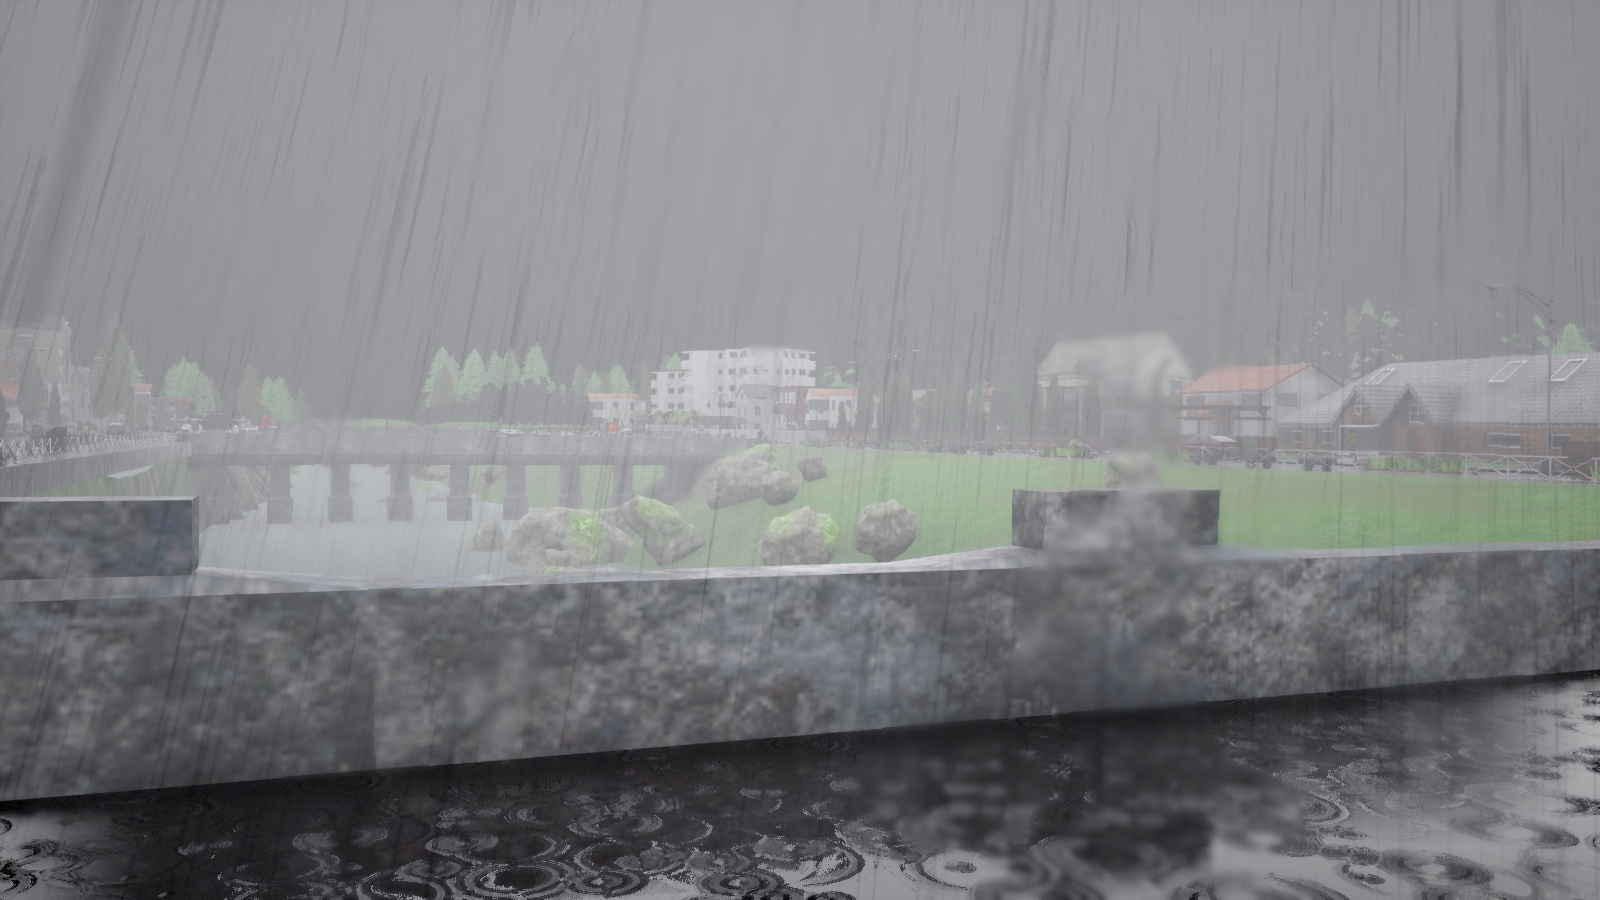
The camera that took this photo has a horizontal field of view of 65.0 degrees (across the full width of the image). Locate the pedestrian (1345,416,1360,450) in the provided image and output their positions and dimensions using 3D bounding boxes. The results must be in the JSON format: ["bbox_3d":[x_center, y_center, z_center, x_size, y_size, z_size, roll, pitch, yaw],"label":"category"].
[{"bbox_3d":[29.490,-0.901,67.036,0.370,1.835,0.726,-1,1,-20],"label":"pedestrian"}]

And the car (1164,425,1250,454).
[{"bbox_3d":[22.717,-0.614,70.338,1.882,1.535,5.008,-1,1,-21],"label":"car"}]
